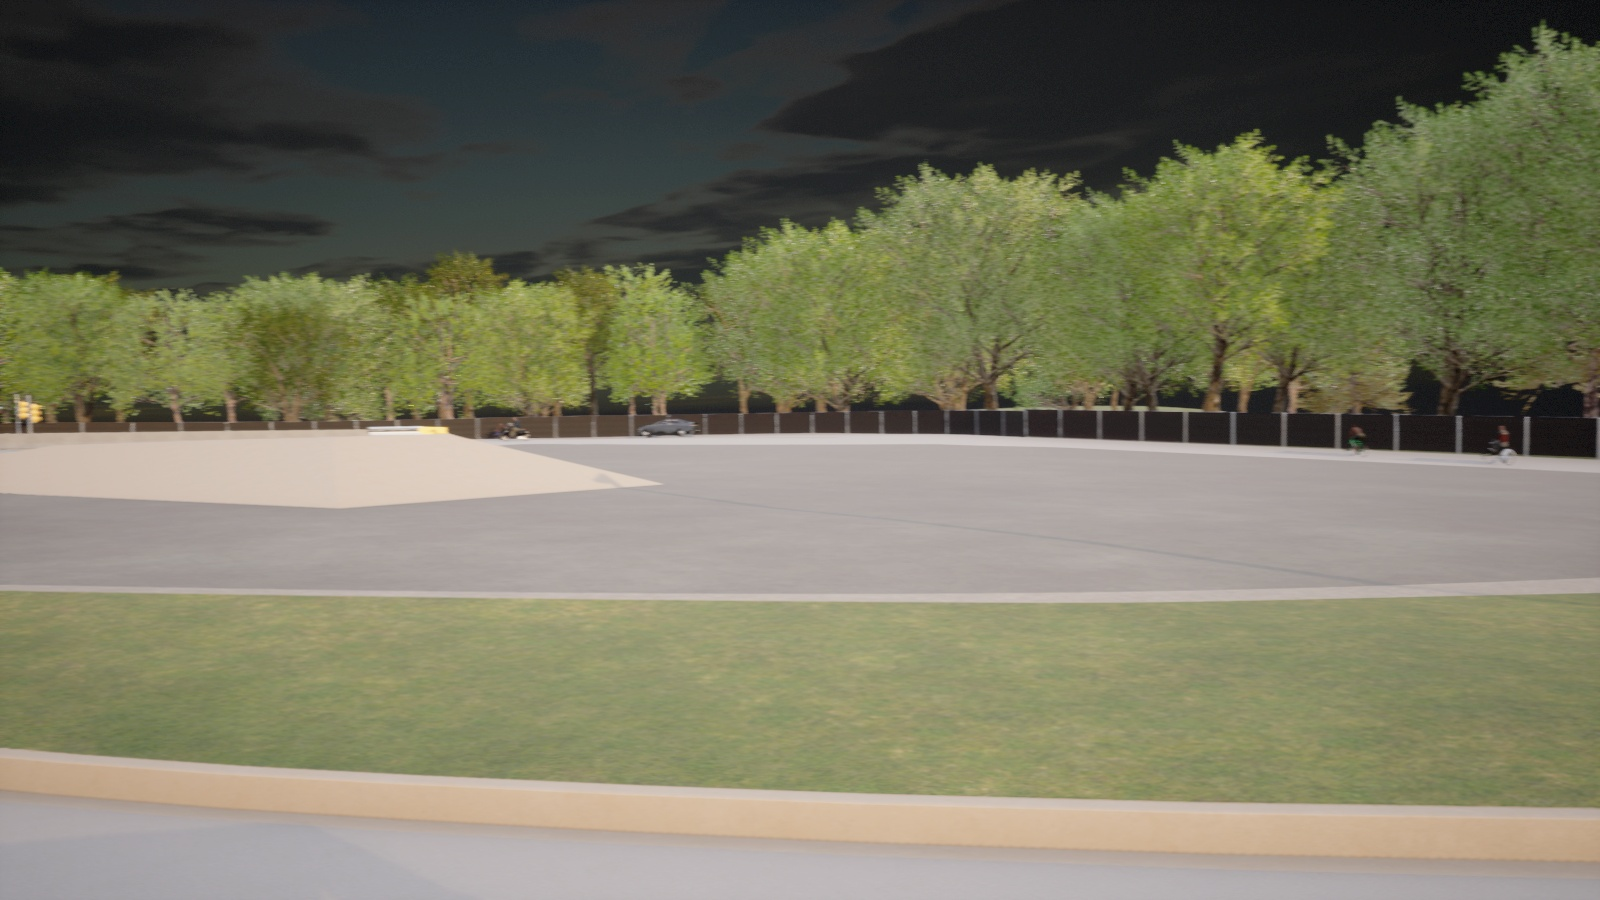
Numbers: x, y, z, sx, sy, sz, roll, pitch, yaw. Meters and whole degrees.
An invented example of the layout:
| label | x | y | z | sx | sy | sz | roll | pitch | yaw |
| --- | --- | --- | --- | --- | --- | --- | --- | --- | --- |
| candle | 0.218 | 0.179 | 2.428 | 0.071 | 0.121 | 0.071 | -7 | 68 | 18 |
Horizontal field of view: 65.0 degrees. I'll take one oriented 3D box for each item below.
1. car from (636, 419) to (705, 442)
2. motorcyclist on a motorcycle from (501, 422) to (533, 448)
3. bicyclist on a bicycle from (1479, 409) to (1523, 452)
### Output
| label | x | y | z | sx | sy | sz | roll | pitch | yaw |
| --- | --- | --- | --- | --- | --- | --- | --- | --- | --- |
| car | -10.144 | -1.508 | 98.399 | 4.902 | 1.511 | 2.128 | -2 | 2 | 15 |
| motorcyclist on a motorcycle | -18.230 | -0.949 | 80.911 | 1.817 | 1.590 | 0.866 | -3 | 2 | -23 |
| bicyclist on a bicycle | 31.180 | -0.889 | 55.874 | 0.659 | 1.776 | 1.843 | -3 | 4 | -12 |
